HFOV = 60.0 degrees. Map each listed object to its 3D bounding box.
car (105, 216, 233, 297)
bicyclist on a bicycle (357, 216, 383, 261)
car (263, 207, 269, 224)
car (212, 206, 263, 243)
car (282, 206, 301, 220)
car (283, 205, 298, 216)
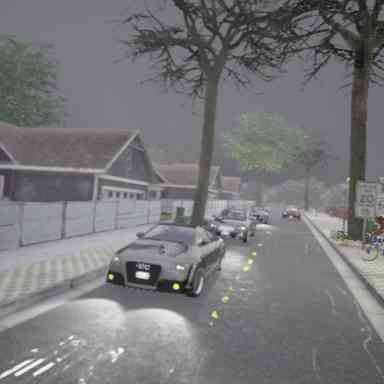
[{"bbox_3d":[-0.407,1.509,8.551,1.994,1.385,4.181,4,0,17],"label":"car"},{"bbox_3d":[6.717,1.676,11.641,1.656,1.620,0.582,3,0,17],"label":"bicyclist on a bicycle"},{"bbox_3d":[5.613,1.918,28.657,1.994,1.385,4.181,4,0,16],"label":"car"},{"bbox_3d":[2.195,1.590,17.048,2.128,1.511,4.902,4,0,17],"label":"car"},{"bbox_3d":[10.937,2.330,36.537,1.895,1.301,4.718,4,0,17],"label":"car"},{"bbox_3d":[13.947,2.596,46.959,1.895,1.301,4.718,4,0,17],"label":"car"}]
